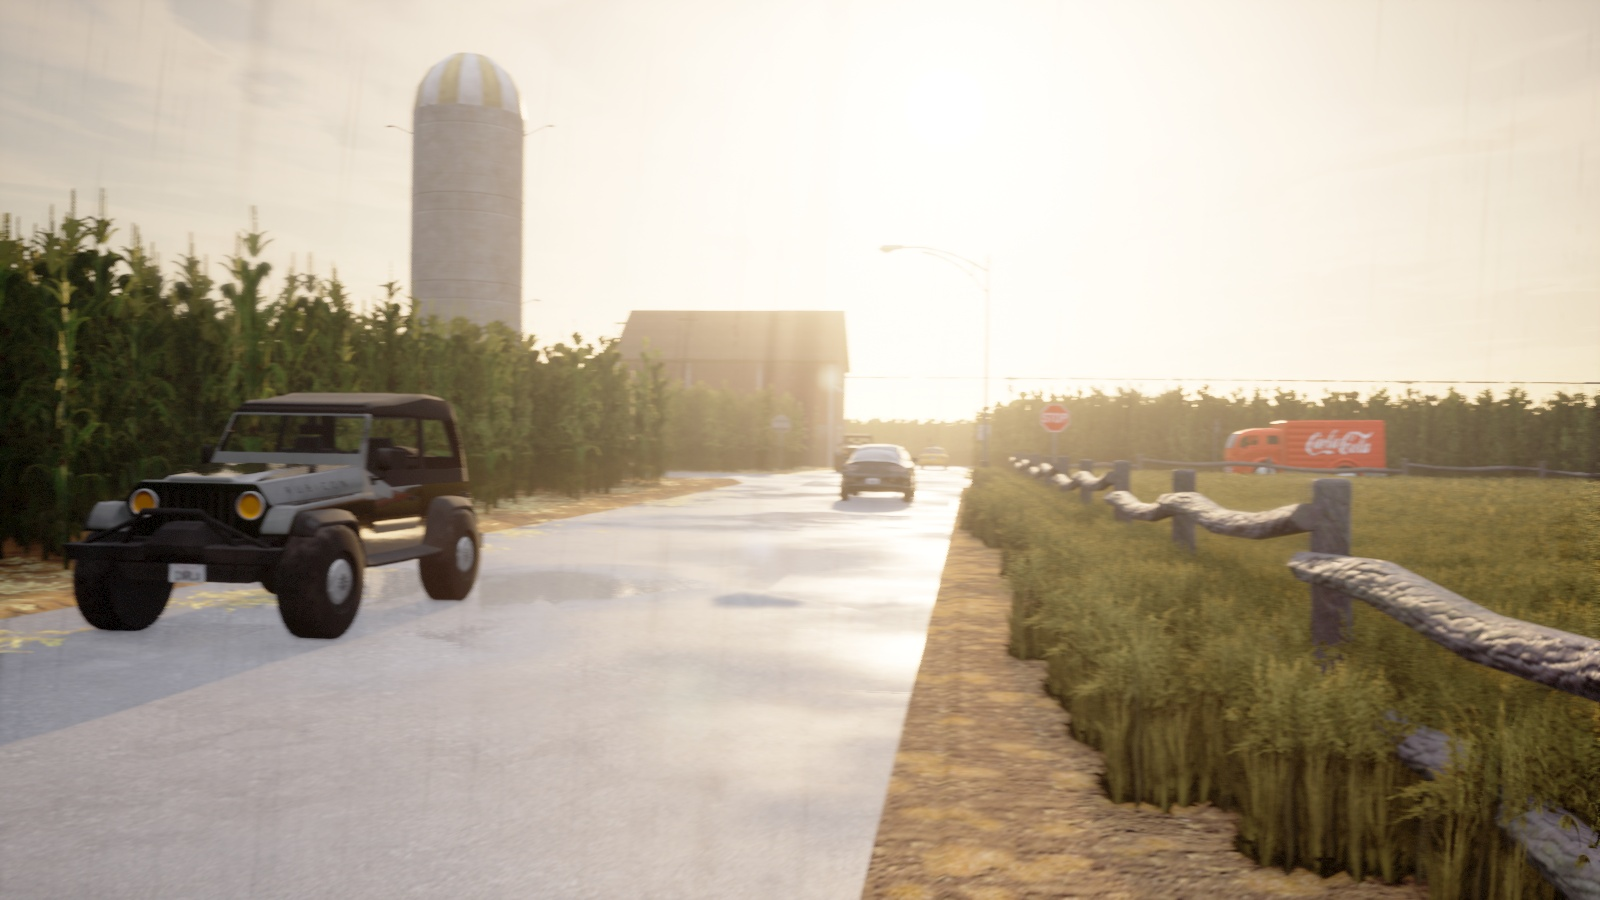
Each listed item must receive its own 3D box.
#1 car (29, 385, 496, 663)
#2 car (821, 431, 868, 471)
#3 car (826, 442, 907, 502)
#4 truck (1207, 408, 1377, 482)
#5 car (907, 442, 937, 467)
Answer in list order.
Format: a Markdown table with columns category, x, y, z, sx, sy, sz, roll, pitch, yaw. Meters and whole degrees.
| category | x | y | z | sx | sy | sz | roll | pitch | yaw |
| --- | --- | --- | --- | --- | --- | --- | --- | --- | --- |
| car | -4.171 | 0.492 | 10.525 | 1.905 | 1.878 | 3.866 | 0 | 0 | 7 |
| car | 2.181 | 0.061 | 60.560 | 1.905 | 1.878 | 3.866 | 0 | 0 | 7 |
| car | 1.833 | 0.537 | 33.201 | 1.812 | 1.442 | 4.674 | 0 | 1 | 7 |
| truck | 17.813 | -0.172 | 45.740 | 5.204 | 2.467 | 2.627 | -2 | 0 | 7 |
| car | 7.977 | 0.293 | 81.603 | 1.801 | 1.575 | 5.366 | 0 | 0 | 7 |
